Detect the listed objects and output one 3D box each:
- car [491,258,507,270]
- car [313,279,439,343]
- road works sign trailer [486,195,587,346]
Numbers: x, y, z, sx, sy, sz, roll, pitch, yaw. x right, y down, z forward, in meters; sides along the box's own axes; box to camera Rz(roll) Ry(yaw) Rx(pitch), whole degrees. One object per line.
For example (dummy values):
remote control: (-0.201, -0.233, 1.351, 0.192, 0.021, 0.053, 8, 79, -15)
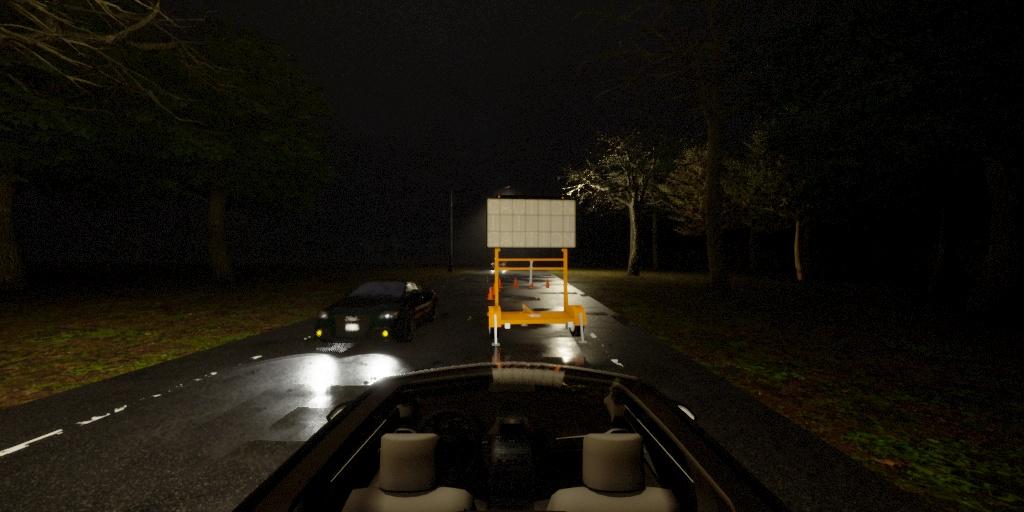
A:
car: (-1.914, 1.145, 52.399, 2.097, 1.767, 4.553, 0, 0, 2)
car: (-3.306, 1.311, 9.536, 1.994, 1.385, 4.181, 0, 0, 2)
road works sign trailer: (0.490, 0.212, 9.520, 2.380, 3.560, 2.880, 0, 0, -6)
